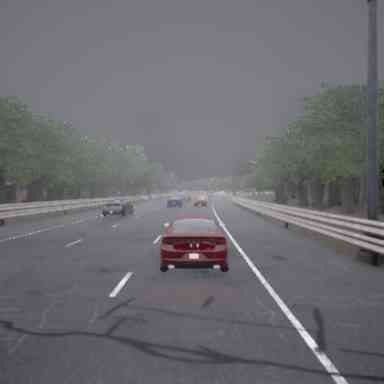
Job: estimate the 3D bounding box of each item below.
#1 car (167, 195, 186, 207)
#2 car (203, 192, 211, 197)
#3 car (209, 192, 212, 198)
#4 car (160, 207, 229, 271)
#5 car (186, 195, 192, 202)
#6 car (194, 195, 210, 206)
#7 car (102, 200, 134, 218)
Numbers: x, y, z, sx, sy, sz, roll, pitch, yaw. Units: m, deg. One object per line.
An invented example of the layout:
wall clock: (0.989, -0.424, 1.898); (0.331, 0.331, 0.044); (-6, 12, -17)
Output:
car: (-2.266, 1.365, 46.179); (1.882, 1.535, 5.008); (0, 0, 3)
car: (2.069, 1.311, 62.508); (1.882, 1.535, 5.008); (0, 0, 4)
car: (3.134, 1.254, 77.411); (1.837, 1.490, 4.892); (0, 0, 5)
car: (0.083, 1.460, 10.854); (1.882, 1.535, 5.008); (0, 0, 1)
car: (-1.009, 1.293, 67.484); (2.128, 1.511, 4.902); (0, 0, 4)
car: (1.372, 1.478, 50.688); (1.895, 1.301, 4.718); (0, 0, 3)
car: (-6.442, 1.426, 29.393); (2.128, 1.511, 4.902); (0, 0, 2)
